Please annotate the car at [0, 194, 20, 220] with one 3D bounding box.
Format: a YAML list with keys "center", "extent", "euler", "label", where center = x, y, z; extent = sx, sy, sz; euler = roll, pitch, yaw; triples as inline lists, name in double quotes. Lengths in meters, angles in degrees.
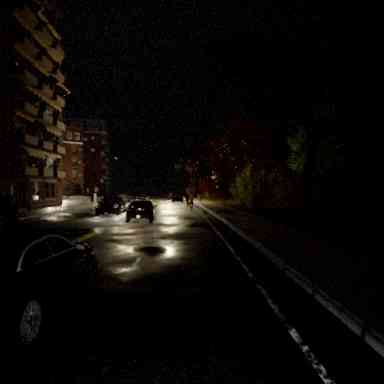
- center: [-10.053, 1.133, 15.195]
  extent: [2.150, 2.045, 5.566]
  euler: [0, 0, -1]
  label: "car"

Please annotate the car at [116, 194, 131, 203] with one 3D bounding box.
- center: [-12.650, 1.171, 61.566]
  extent: [2.033, 1.411, 5.357]
  euler: [0, 0, -5]
  label: "car"

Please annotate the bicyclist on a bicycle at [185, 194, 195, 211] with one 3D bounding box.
- center: [-0.059, 1.218, 35.082]
  extent: [0.866, 1.612, 1.509]
  euler: [0, 0, -3]
  label: "bicyclist on a bicycle"

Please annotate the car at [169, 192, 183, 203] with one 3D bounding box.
- center: [-2.572, 1.109, 58.592]
  extent: [1.882, 1.535, 5.008]
  euler: [0, 1, -5]
  label: "car"

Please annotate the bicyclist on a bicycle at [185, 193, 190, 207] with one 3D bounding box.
- center: [-0.631, 1.093, 44.454]
  extent: [0.659, 1.776, 1.843]
  euler: [0, 1, -4]
  label: "bicyclist on a bicycle"

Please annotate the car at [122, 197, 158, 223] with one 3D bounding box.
- center: [-3.651, 1.356, 24.418]
  extent: [1.837, 1.490, 4.892]
  euler: [0, 0, -2]
  label: "car"

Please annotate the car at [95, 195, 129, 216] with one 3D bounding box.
- center: [-7.339, 1.170, 30.191]
  extent: [2.097, 1.767, 4.553]
  euler: [0, 0, -3]
  label: "car"

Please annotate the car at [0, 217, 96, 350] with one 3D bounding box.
- center: [-3.210, 1.455, 6.138]
  extent: [2.128, 1.511, 4.902]
  euler: [0, 0, 0]
  label: "car"
